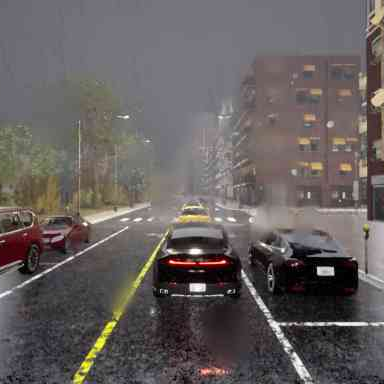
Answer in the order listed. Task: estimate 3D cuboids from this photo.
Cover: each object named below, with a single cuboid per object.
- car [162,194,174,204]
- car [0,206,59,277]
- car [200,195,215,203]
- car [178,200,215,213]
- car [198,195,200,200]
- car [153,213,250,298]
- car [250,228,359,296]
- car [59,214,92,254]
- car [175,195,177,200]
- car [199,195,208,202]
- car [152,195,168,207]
[{"bbox_3d":[-5.196,1.348,62.889,2.192,1.841,5.009,1,0,0],"label":"car"},{"bbox_3d":[-5.292,1.317,7.767,2.192,1.841,5.009,1,0,0],"label":"car"},{"bbox_3d":[2.664,1.574,52.327,2.008,1.369,4.403,1,0,0],"label":"car"},{"bbox_3d":[0.132,1.461,19.060,1.801,1.575,5.366,0,0,0],"label":"car"},{"bbox_3d":[2.693,1.621,69.376,1.802,1.307,4.206,1,0,0],"label":"car"},{"bbox_3d":[0.114,1.507,8.526,1.837,1.490,4.892,0,0,0],"label":"car"},{"bbox_3d":[2.587,1.568,8.510,1.947,1.339,4.313,1,0,0],"label":"car"},{"bbox_3d":[-5.285,1.585,13.422,1.802,1.307,4.206,1,0,0],"label":"car"},{"bbox_3d":[-5.159,1.609,85.593,2.008,1.369,4.403,1,0,0],"label":"car"},{"bbox_3d":[2.714,1.492,80.743,1.967,1.590,4.097,1,0,0],"label":"car"},{"bbox_3d":[-5.218,1.568,51.537,1.887,1.381,4.507,1,0,0],"label":"car"}]
